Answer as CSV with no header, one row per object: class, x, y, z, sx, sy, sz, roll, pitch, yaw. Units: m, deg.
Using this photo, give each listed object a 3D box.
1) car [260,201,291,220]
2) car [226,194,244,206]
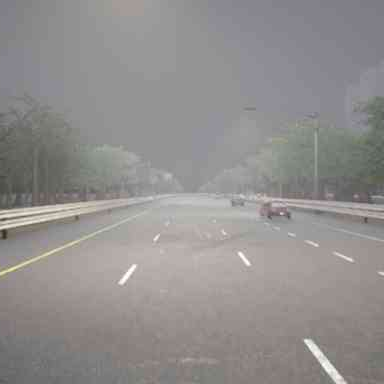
car,7.042,1.533,28.317,1.812,1.442,4.674,0,0,0
car,7.113,1.496,53.024,2.128,1.511,4.902,0,0,0
